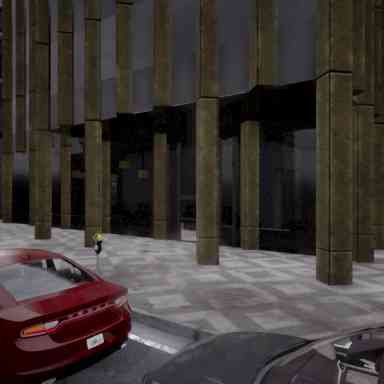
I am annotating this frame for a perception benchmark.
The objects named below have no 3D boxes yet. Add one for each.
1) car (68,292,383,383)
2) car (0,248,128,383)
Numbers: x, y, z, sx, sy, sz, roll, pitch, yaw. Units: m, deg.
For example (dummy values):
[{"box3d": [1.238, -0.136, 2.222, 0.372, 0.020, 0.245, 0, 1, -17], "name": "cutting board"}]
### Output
[{"box3d": [1.517, 1.551, 1.876, 4.403, 1.369, 2.008, 0, 0, 36], "name": "car"}, {"box3d": [-2.898, 1.544, 5.051, 4.507, 1.381, 1.887, 0, 0, 36], "name": "car"}]
